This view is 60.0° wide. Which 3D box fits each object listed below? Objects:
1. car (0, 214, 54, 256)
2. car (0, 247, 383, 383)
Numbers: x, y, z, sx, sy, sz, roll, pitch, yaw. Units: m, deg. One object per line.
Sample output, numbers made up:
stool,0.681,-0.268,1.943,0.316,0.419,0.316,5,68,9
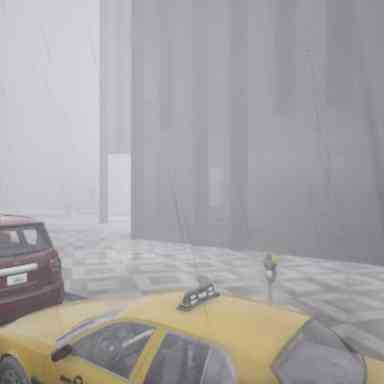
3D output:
car,-4.423,1.327,6.124,5.009,1.841,2.192,0,0,36
car,-0.147,1.529,3.067,4.829,1.417,1.752,0,0,36
